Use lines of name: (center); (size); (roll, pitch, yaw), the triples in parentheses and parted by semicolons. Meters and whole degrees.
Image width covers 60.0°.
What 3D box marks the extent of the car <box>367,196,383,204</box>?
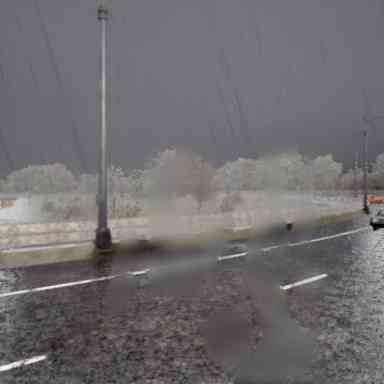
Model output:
car: (37.422, 1.563, 68.153); (2.097, 1.767, 4.553); (0, 0, 12)

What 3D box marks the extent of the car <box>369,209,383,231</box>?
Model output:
car: (12.360, 1.662, 20.052); (1.895, 1.301, 4.718); (0, 0, 43)
